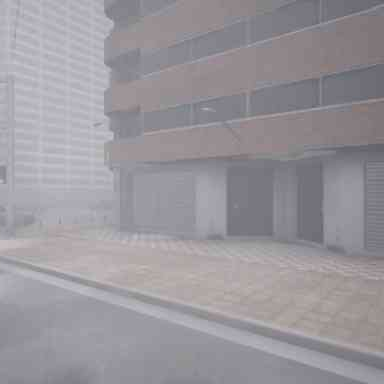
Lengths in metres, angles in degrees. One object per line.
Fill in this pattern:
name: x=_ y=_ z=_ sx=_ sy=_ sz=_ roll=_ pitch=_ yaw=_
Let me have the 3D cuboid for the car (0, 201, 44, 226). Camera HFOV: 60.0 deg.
car: x=-12.194 y=1.526 z=20.928 sx=1.812 sy=1.442 sz=4.674 roll=0 pitch=0 yaw=37

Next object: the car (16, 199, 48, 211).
car: x=-16.726 y=1.505 z=32.660 sx=1.837 sy=1.490 sz=4.892 roll=0 pitch=0 yaw=37

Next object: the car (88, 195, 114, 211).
car: x=-10.478 y=1.505 z=40.915 sx=1.837 sy=1.490 sz=4.892 roll=0 pitch=0 yaw=37
